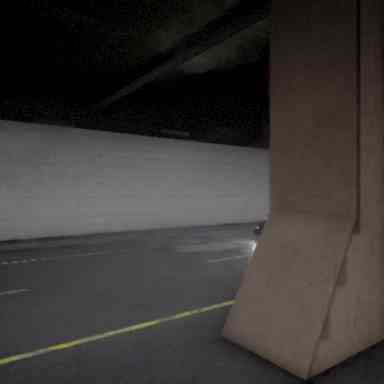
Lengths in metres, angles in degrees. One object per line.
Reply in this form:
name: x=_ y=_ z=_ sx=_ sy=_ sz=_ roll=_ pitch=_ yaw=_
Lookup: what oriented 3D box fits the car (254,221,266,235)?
car: x=5.527 y=1.554 z=16.528 sx=5.357 sy=1.411 sz=2.033 roll=0 pitch=0 yaw=-35
